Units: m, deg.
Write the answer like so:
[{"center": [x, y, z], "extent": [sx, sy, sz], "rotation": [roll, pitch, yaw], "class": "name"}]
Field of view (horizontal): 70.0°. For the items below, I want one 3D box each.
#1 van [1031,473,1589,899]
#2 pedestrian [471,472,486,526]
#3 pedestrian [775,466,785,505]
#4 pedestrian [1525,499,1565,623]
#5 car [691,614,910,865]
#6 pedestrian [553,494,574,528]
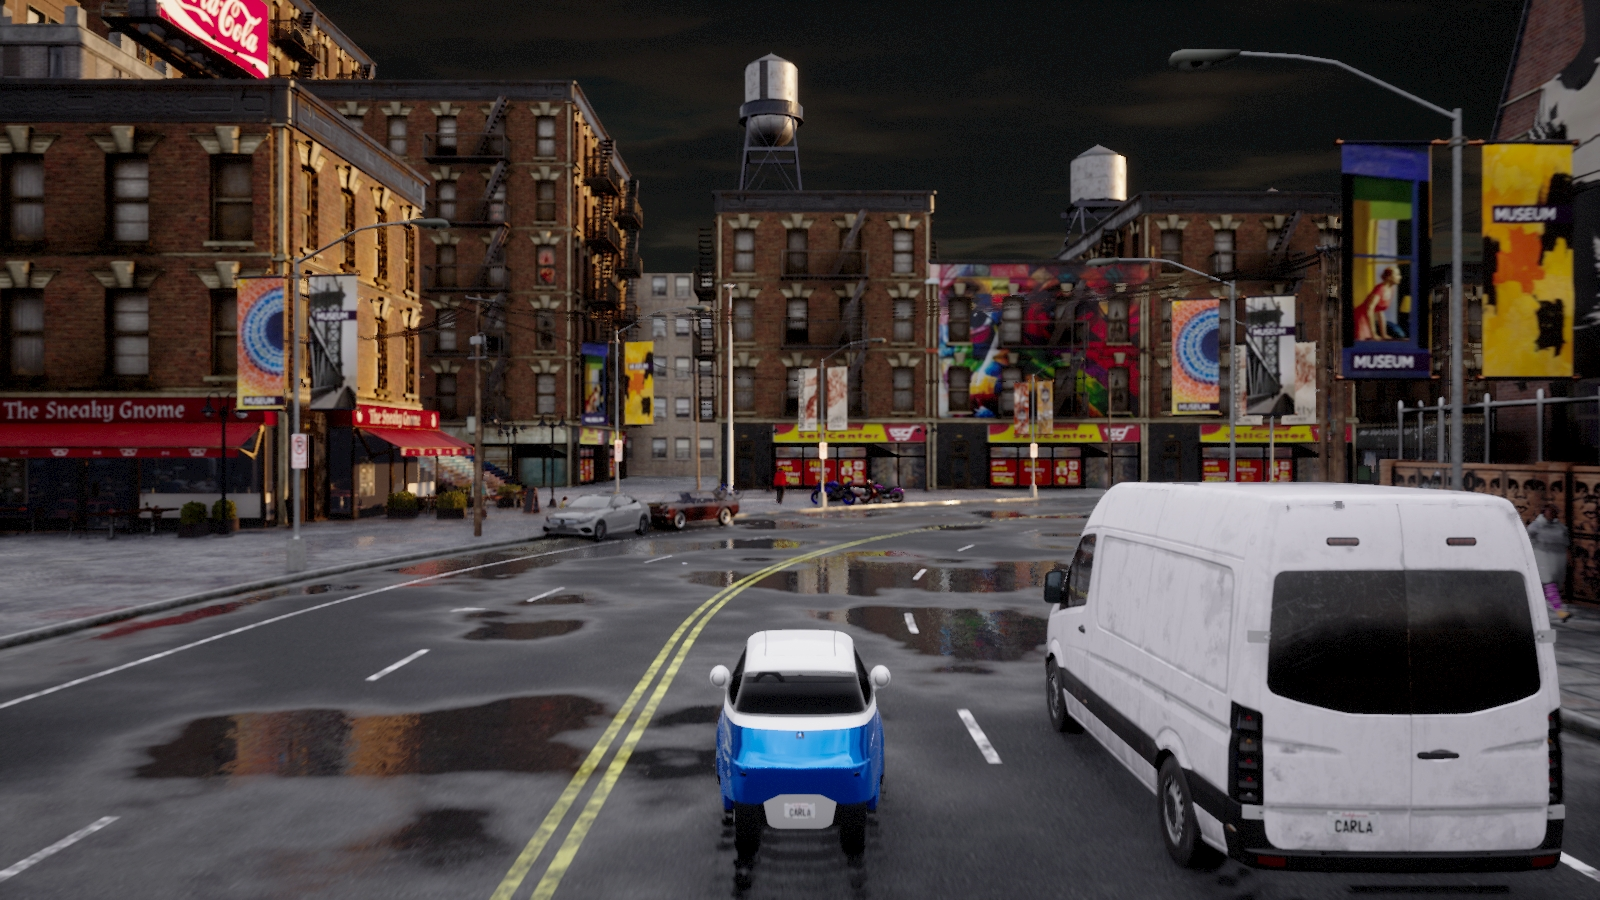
[{"center": [3.514, 1.535, 9.486], "extent": [1.988, 2.561, 5.915], "rotation": [0, 0, 0], "class": "van"}, {"center": [-11.148, 1.700, 39.631], "extent": [0.375, 1.860, 0.375], "rotation": [0, 0, 7], "class": "pedestrian"}, {"center": [-0.965, 1.701, 54.878], "extent": [0.375, 1.860, 0.375], "rotation": [0, 0, 21], "class": "pedestrian"}, {"center": [11.460, 1.698, 17.576], "extent": [0.375, 1.860, 0.375], "rotation": [0, 0, 1], "class": "pedestrian"}, {"center": [0.002, 2.121, 8.842], "extent": [1.481, 1.376, 2.207], "rotation": [0, 0, 0], "class": "car"}, {"center": [-8.065, 2.079, 38.976], "extent": [0.500, 1.100, 0.500], "rotation": [0, 0, 29], "class": "pedestrian"}]
